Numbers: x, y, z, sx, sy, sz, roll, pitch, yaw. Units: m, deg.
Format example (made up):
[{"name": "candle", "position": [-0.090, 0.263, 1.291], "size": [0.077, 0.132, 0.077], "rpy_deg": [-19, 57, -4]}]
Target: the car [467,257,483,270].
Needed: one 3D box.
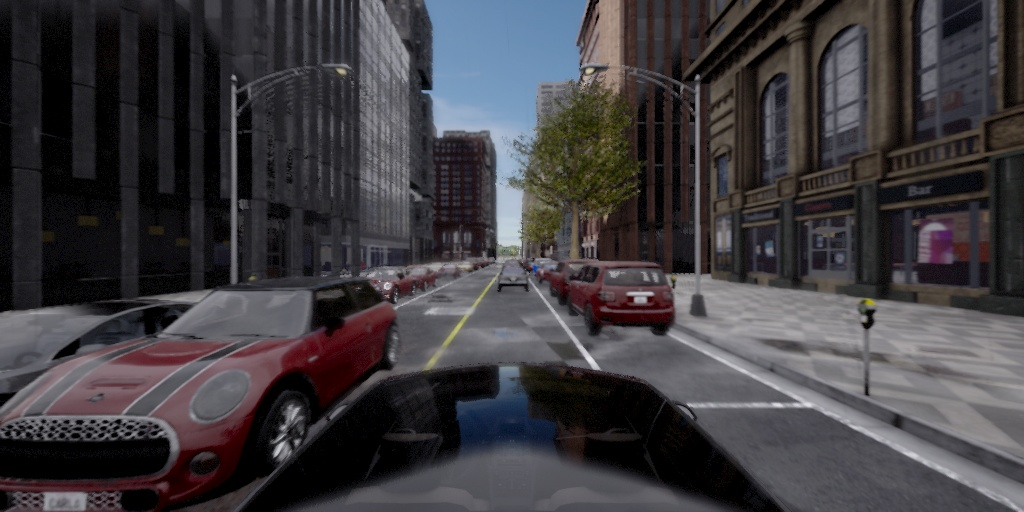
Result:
[{"name": "car", "position": [-5.710, 1.109, 49.830], "size": [2.192, 1.841, 5.009], "rpy_deg": [0, 0, 0]}]

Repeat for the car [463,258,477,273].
[{"name": "car", "position": [-5.705, 1.307, 44.024], "size": [1.751, 1.417, 4.829], "rpy_deg": [0, 0, 0]}]

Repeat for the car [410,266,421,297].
[{"name": "car", "position": [-5.677, 1.201, 16.000], "size": [1.967, 1.591, 4.097], "rpy_deg": [0, 0, 0]}]

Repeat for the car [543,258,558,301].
[{"name": "car", "position": [2.848, 1.062, 15.994], "size": [2.192, 1.841, 5.009], "rpy_deg": [0, 0, 0]}]

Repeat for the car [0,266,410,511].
[{"name": "car", "position": [-3.096, 1.106, 4.725], "size": [2.097, 1.767, 4.553], "rpy_deg": [0, 0, 0]}]

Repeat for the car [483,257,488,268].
[{"name": "car", "position": [-5.721, 1.138, 61.109], "size": [2.192, 1.841, 5.009], "rpy_deg": [0, 0, 0]}]

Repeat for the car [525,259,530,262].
[{"name": "car", "position": [2.821, 1.350, 44.191], "size": [1.802, 1.307, 4.207], "rpy_deg": [0, 0, 0]}]

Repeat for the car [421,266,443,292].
[{"name": "car", "position": [-5.683, 1.310, 21.639], "size": [1.888, 1.381, 4.507], "rpy_deg": [0, 0, 0]}]

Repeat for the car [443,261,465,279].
[{"name": "car", "position": [-5.694, 1.353, 32.917], "size": [1.802, 1.307, 4.207], "rpy_deg": [0, 0, 0]}]

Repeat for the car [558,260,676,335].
[{"name": "car", "position": [2.854, 1.060, 10.355], "size": [2.192, 1.841, 5.009], "rpy_deg": [0, 0, 0]}]

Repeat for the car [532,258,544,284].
[{"name": "car", "position": [2.837, 1.194, 27.274], "size": [1.967, 1.591, 4.097], "rpy_deg": [0, 0, 0]}]

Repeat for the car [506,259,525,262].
[{"name": "car", "position": [0.044, 1.115, 38.263], "size": [2.097, 1.767, 4.553], "rpy_deg": [0, 0, 0]}]

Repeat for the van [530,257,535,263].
[{"name": "van", "position": [2.832, 1.098, 32.913], "size": [1.690, 1.789, 3.998], "rpy_deg": [0, 0, 0]}]

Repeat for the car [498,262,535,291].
[{"name": "car", "position": [0.077, 1.303, 21.995], "size": [2.033, 1.411, 5.357], "rpy_deg": [0, 0, 0]}]
